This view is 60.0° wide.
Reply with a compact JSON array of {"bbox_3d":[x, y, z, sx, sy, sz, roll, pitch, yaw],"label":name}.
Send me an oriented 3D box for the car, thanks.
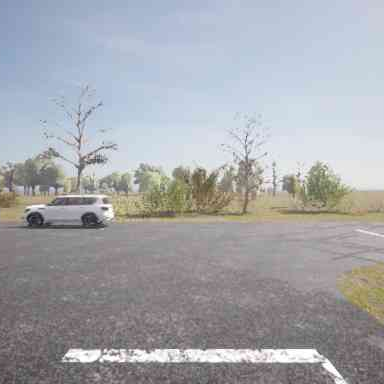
[{"bbox_3d":[-7.831,1.203,21.386,5.566,2.045,2.150,0,0,-1],"label":"car"}]
